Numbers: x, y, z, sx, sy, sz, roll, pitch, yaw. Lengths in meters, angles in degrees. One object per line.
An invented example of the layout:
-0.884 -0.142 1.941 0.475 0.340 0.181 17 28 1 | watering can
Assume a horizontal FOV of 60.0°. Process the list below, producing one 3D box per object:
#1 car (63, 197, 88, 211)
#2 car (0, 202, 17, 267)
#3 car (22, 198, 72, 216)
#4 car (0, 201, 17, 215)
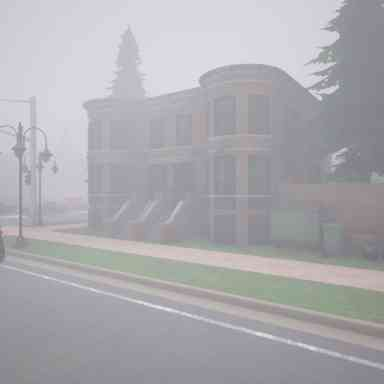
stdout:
-14.640 1.352 39.319 2.097 1.767 4.553 0 0 33 | car
-7.342 1.221 9.212 5.566 2.045 2.150 0 0 36 | car
-14.612 1.564 33.081 1.994 1.385 4.181 0 0 34 | car
-19.636 1.600 31.946 1.895 1.301 4.718 0 0 35 | car
